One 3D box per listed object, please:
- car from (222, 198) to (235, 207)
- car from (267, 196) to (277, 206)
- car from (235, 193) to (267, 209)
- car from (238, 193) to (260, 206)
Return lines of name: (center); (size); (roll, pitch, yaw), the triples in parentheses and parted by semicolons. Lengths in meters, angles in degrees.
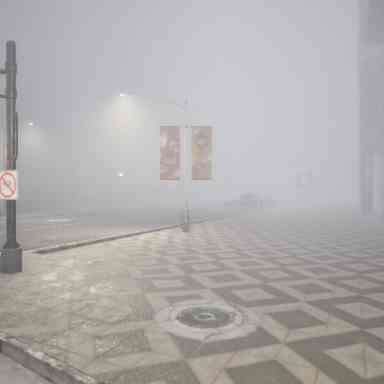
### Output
car: (6.150, 1.571, 49.048); (1.895, 1.301, 4.718); (0, 0, 27)
car: (12.719, 1.449, 55.159); (2.128, 1.511, 4.902); (0, 0, 26)
car: (8.202, 1.189, 45.830); (2.150, 2.045, 5.566); (0, 0, 26)
car: (9.811, 1.183, 56.612); (2.150, 2.045, 5.566); (0, 0, 26)
